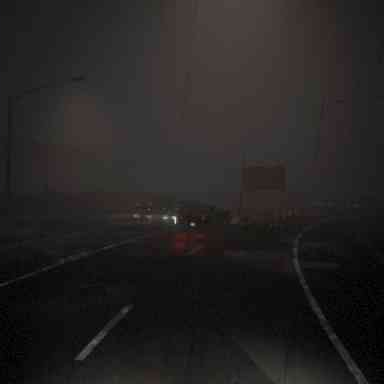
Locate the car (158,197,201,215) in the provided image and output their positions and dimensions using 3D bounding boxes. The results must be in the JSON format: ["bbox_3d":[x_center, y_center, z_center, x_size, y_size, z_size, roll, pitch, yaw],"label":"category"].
[{"bbox_3d":[-0.456,1.380,31.122,2.033,1.411,5.357,0,0,35],"label":"car"}]

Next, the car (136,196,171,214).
[{"bbox_3d":[-3.443,1.188,32.806,2.097,1.767,4.553,0,0,35],"label":"car"}]

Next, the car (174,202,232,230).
[{"bbox_3d":[0.952,1.460,20.311,1.895,1.301,4.718,0,0,24],"label":"car"}]

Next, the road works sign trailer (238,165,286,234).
[{"bbox_3d":[4.161,0.331,18.741,2.380,3.560,2.880,0,0,31],"label":"road works sign trailer"}]

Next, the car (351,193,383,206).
[{"bbox_3d":[25.193,1.227,47.282,4.892,1.490,1.837,0,-2,-36],"label":"car"}]

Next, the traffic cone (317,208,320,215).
[{"bbox_3d":[11.282,1.751,29.640,0.340,0.580,0.340,0,0,31],"label":"traffic cone"}]

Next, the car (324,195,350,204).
[{"bbox_3d":[26.048,1.320,60.573,5.008,1.535,1.882,1,-1,-33],"label":"car"}]
